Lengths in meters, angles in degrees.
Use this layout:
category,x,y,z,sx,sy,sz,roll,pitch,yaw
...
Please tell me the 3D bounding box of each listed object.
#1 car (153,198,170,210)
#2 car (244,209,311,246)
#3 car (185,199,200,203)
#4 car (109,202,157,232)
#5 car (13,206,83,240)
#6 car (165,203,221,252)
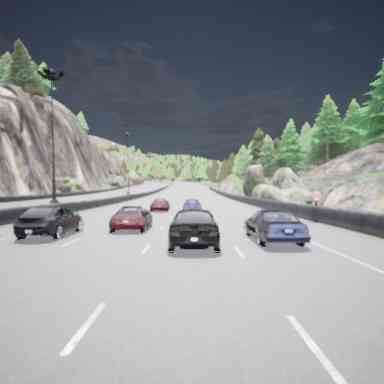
category,x,y,z,sx,sy,sz,roll,pitch,yaw
car,-3.478,1.393,37.153,1.994,1.385,4.181,0,0,0
car,3.571,1.478,14.782,2.033,1.411,5.357,0,0,0
car,0.033,1.400,32.599,2.033,1.411,5.357,0,0,0
car,-3.439,1.484,19.317,1.994,1.385,4.181,0,0,0
car,-6.932,1.441,16.515,1.837,1.490,4.892,0,0,0
car,0.074,1.418,13.568,1.882,1.535,5.008,0,0,0
